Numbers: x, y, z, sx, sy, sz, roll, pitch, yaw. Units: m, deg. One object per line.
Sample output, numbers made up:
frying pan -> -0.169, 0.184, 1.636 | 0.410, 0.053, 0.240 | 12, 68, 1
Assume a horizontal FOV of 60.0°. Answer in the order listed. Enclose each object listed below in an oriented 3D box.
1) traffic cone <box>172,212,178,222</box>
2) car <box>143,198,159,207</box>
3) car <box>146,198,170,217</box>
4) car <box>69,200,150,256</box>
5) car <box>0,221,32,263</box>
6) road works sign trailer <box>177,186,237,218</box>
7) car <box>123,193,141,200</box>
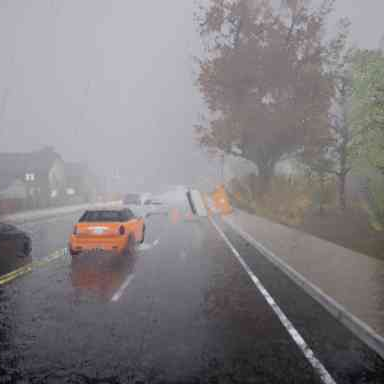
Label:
traffic cone -> -1.379, 1.969, 24.925 | 0.340, 0.580, 0.340 | 0, 0, 0
car -> -6.561, 1.613, 53.568 | 1.895, 1.301, 4.718 | 0, 0, 0
car -> -3.148, 1.542, 31.444 | 1.812, 1.442, 4.674 | 0, 0, 0
car -> -3.149, 1.360, 13.285 | 2.097, 1.767, 4.553 | 0, 0, 0
car -> -6.598, 1.571, 9.969 | 1.994, 1.385, 4.181 | 0, 0, 0
road works sign trailer -> 1.018, 0.965, 25.813 | 2.880, 2.380, 3.560 | -33, -24, 34
car -> -9.804, 1.232, 54.569 | 2.150, 2.045, 5.566 | 0, 0, 0
